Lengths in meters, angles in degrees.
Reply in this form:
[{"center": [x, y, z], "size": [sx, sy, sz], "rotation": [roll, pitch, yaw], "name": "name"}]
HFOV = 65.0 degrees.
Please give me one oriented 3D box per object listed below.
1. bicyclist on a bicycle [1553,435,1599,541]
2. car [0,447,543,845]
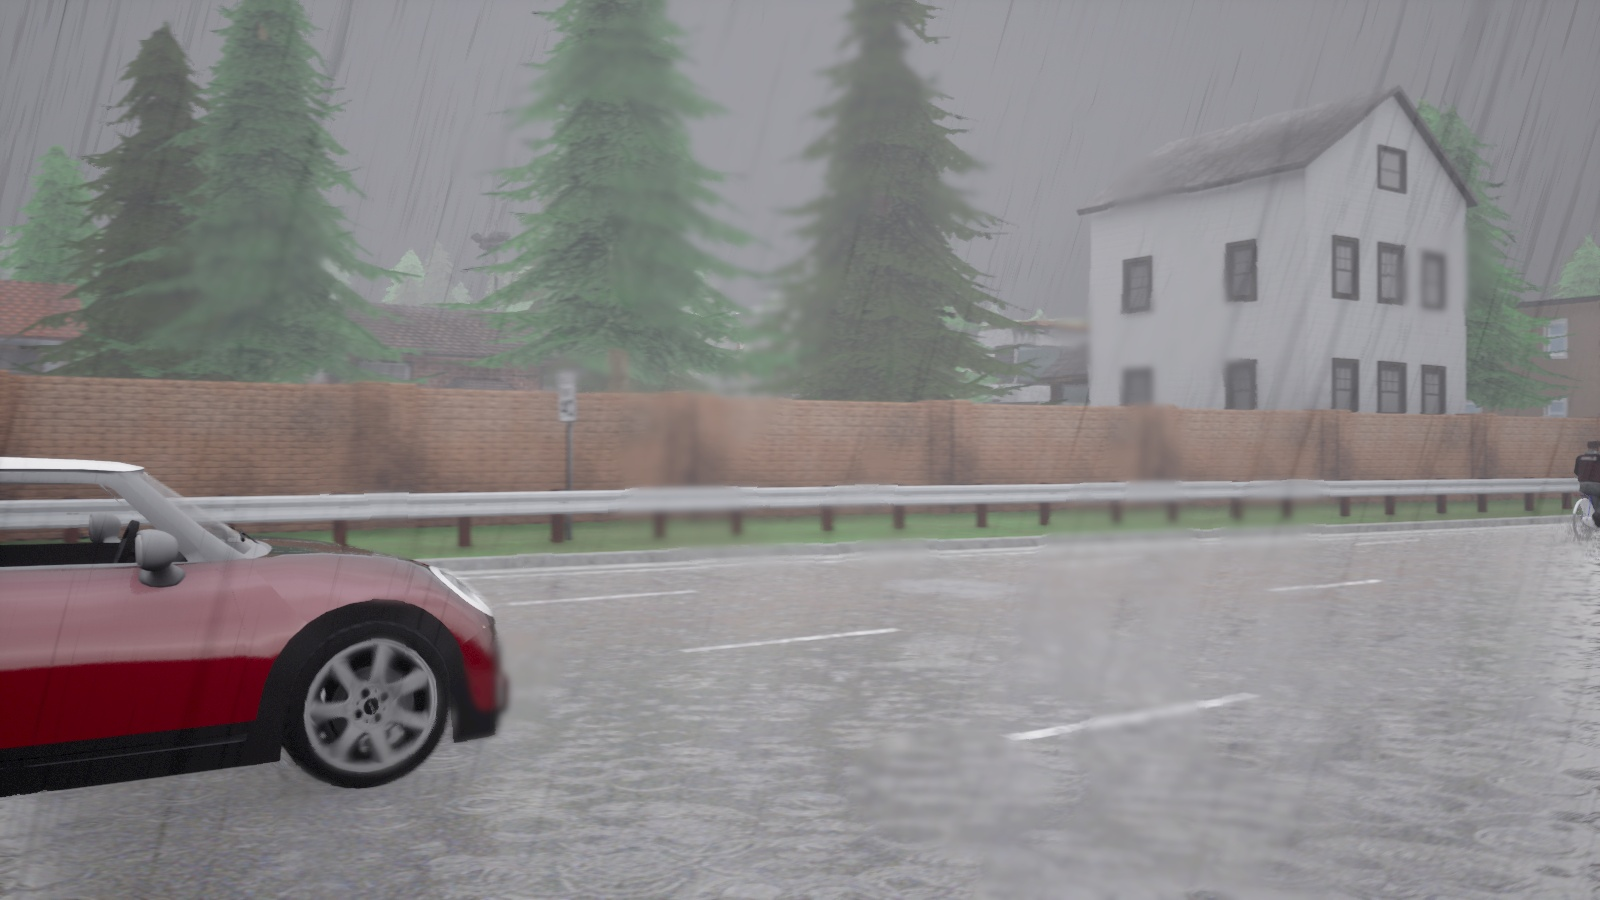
[{"center": [13.919, 0.640, 21.876], "size": [1.843, 1.776, 0.659], "rotation": [0, 0, -35], "name": "bicyclist on a bicycle"}, {"center": [-3.330, 0.731, 5.605], "size": [3.806, 1.475, 1.970], "rotation": [0, 0, -35], "name": "car"}]
